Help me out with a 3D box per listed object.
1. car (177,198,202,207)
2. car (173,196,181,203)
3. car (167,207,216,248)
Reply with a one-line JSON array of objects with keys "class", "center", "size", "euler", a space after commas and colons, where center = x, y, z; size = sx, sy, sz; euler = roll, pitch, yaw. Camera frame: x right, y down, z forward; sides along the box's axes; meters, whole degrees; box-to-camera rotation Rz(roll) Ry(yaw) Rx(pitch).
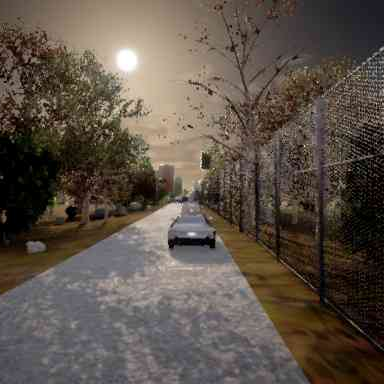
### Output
[{"class": "car", "center": [-0.048, 1.567, 29.656], "size": [2.033, 1.411, 5.357], "euler": [0, 0, 0]}, {"class": "car", "center": [-3.123, 1.803, 75.956], "size": [1.837, 1.490, 4.892], "euler": [0, -1, -1]}, {"class": "car", "center": [-0.008, 1.573, 14.652], "size": [1.994, 1.385, 4.181], "euler": [0, 0, 0]}]
